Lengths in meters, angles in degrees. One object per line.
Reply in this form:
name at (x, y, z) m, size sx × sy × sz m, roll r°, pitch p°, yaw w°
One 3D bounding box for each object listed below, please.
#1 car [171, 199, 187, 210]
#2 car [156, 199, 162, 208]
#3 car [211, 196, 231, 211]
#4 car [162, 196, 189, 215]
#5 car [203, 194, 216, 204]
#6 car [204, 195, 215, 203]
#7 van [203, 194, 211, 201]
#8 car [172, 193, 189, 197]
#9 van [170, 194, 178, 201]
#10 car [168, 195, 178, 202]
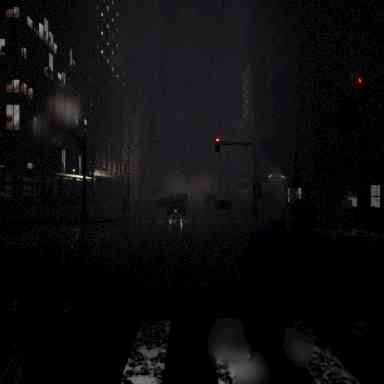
car at (-1.615, 1.613, 43.644) m, size 1.895 × 1.301 × 4.718 m, roll 0°, pitch 0°, yaw 0°
car at (-4.107, 1.592, 47.277) m, size 1.802 × 1.307 × 4.206 m, roll 0°, pitch 0°, yaw 0°
car at (3.855, 1.579, 41.797) m, size 1.947 × 1.339 × 4.313 m, roll 0°, pitch 0°, yaw 0°
car at (-1.569, 1.508, 33.724) m, size 2.128 × 1.511 × 4.902 m, roll 0°, pitch 0°, yaw -1°
car at (3.674, 1.312, 63.906) m, size 2.192 × 1.841 × 5.009 m, roll 0°, pitch 0°, yaw 0°
car at (3.641, 1.432, 69.434) m, size 1.967 × 1.590 × 4.097 m, roll 0°, pitch 0°, yaw 0°
van at (3.575, 1.321, 80.489) m, size 1.690 × 1.788 × 3.998 m, roll 0°, pitch 0°, yaw 0°
car at (-1.667, 1.228, 54.139) m, size 2.150 × 2.045 × 5.566 m, roll 0°, pitch 0°, yaw 0°
van at (-4.305, 1.321, 80.442) m, size 1.690 × 1.788 × 3.998 m, roll 0°, pitch 0°, yaw 0°
car at (-4.272, 1.426, 74.915) m, size 1.967 × 1.590 × 4.097 m, roll 0°, pitch 0°, yaw 0°
